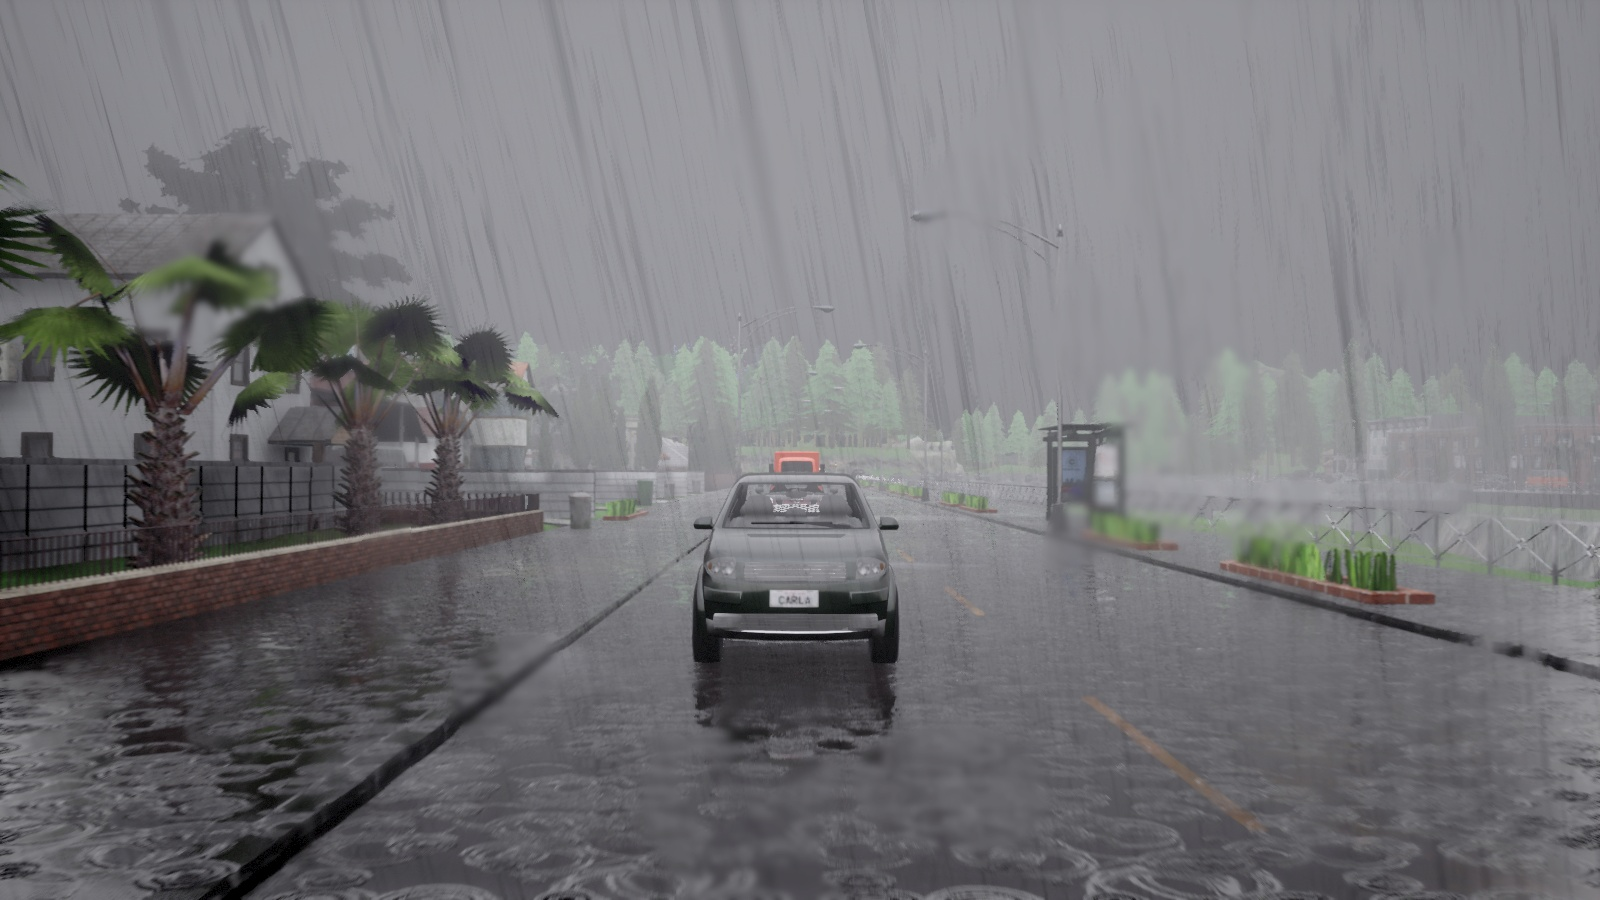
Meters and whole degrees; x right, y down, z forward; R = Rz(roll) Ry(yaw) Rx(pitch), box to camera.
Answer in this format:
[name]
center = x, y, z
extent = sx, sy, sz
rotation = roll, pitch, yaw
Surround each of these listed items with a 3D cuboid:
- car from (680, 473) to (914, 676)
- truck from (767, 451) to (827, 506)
[car]
center = -0.027, 0.986, 11.499
extent = 1.789, 1.549, 3.705
rotation = 0, -1, 0
[truck]
center = -0.139, 1.305, 58.353
extent = 2.627, 2.467, 5.204
rotation = 0, -1, 0
